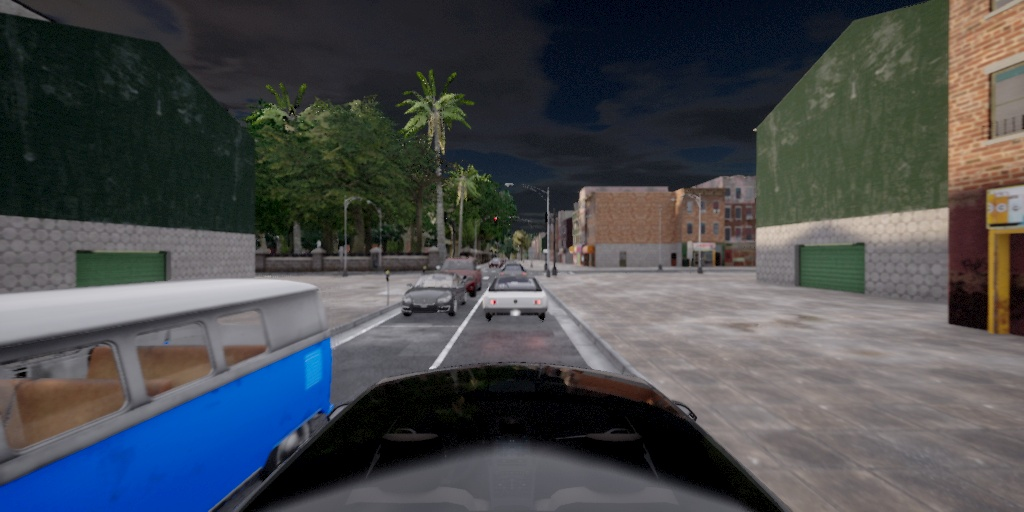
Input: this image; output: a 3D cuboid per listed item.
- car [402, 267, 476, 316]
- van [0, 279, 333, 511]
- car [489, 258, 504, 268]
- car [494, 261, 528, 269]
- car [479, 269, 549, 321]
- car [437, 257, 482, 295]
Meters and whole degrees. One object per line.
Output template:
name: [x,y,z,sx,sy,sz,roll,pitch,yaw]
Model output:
car: [-2.638,1.255,12.924,2.007,1.370,4.403,0,0,0]
van: [-2.638,1.089,1.996,1.690,1.789,3.998,0,0,0]
car: [-2.640,1.071,56.534,1.967,1.591,4.097,0,0,0]
car: [0.108,1.232,24.444,1.994,1.385,4.181,0,0,2]
car: [0.099,1.308,12.267,1.895,1.301,4.718,0,0,0]
car: [-2.638,1.000,18.387,2.192,1.841,5.009,0,0,0]
